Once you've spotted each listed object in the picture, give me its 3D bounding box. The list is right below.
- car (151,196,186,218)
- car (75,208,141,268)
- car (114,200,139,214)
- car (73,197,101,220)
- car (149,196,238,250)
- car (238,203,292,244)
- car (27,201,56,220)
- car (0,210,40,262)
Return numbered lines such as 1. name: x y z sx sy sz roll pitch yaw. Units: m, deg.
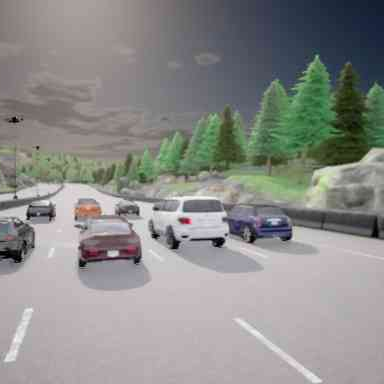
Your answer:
1. car: -2.242 1.302 30.297 2.097 1.767 4.553 0 0 -19
2. car: -2.908 1.506 11.255 1.812 1.442 4.674 0 0 -19
3. car: -6.018 1.474 30.483 1.812 1.442 4.674 0 0 -19
4. car: -8.834 1.304 27.940 2.097 1.767 4.553 0 0 -19
5. car: -0.349 1.196 14.538 2.150 2.045 5.566 0 0 -19
6. car: 2.790 1.327 16.149 2.097 1.767 4.553 0 0 -19
7. car: -12.306 1.443 27.266 2.128 1.511 4.902 0 0 -19
8. car: -6.777 1.543 11.709 1.994 1.385 4.181 0 0 -19
